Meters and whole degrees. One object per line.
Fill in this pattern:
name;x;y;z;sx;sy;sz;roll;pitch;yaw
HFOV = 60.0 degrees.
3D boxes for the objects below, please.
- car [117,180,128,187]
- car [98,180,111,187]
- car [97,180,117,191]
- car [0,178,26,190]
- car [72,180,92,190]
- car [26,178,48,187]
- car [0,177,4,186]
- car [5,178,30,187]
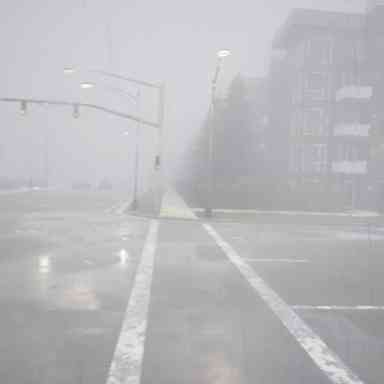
car;-14.810;-1.742;70.168;1.994;1.385;4.181;2;2;-5
car;-18.288;-1.816;69.768;1.895;1.301;4.718;2;2;-5
car;-13.159;-0.979;50.805;1.837;1.490;4.892;2;2;-5
car;-24.265;-1.080;43.593;2.033;1.411;5.357;2;2;-4
car;-16.642;-1.055;50.427;2.033;1.411;5.357;2;2;-5
car;-25.053;-1.581;53.956;1.882;1.535;5.008;2;2;-5
car;-31.971;-1.713;52.804;1.994;1.385;4.181;2;2;-5
car;-28.615;-1.622;54.704;1.895;1.301;4.718;2;2;-5
